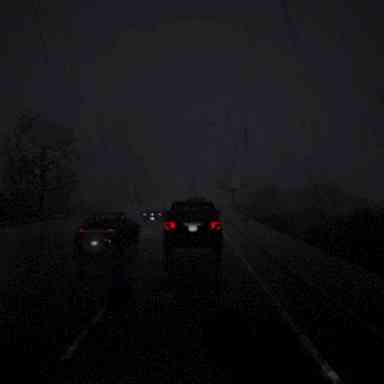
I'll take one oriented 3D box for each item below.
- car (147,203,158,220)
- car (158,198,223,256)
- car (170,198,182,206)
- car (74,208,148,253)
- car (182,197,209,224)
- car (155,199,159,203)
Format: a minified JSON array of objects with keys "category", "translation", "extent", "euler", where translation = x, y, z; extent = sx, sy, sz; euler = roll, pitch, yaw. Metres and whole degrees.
[{"category":"car","translation":[-3.122,1.870,29.009],"extent":[1.895,1.301,4.718],"euler":[0,0,2]},{"category":"car","translation":[0.061,1.347,13.933],"extent":[2.150,2.045,5.566],"euler":[0,0,1]},{"category":"car","translation":[-3.397,2.153,71.997],"extent":[1.837,1.490,4.892],"euler":[0,-1,7]},{"category":"car","translation":[-3.432,1.625,14.238],"extent":[2.128,1.511,4.902],"euler":[0,0,1]},{"category":"car","translation":[0.371,1.485,28.816],"extent":[2.150,2.045,5.566],"euler":[0,0,2]},{"category":"car","translation":[-6.868,2.195,72.464],"extent":[1.812,1.442,4.674],"euler":[0,-1,7]}]
